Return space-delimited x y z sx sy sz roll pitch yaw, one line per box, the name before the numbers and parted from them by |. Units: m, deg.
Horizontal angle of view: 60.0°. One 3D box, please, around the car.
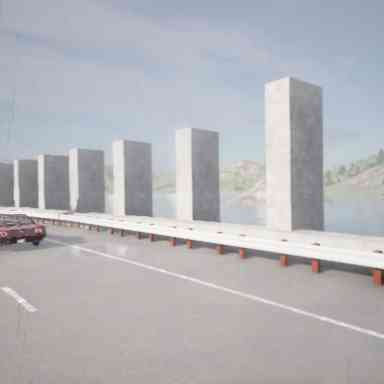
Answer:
car | -7.947 1.556 14.019 1.895 1.301 4.718 -2 1 -45
